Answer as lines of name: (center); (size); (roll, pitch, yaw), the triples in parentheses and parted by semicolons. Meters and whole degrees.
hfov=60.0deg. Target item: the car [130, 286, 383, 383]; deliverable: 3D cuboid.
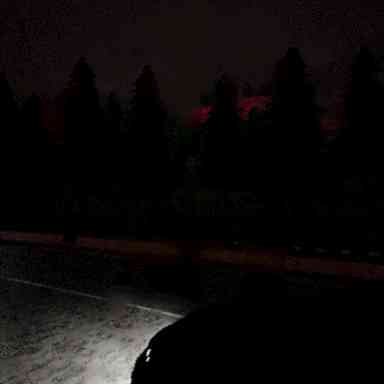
car: (1.459, 1.564, 2.778); (4.181, 1.385, 1.994); (-1, -1, 35)
